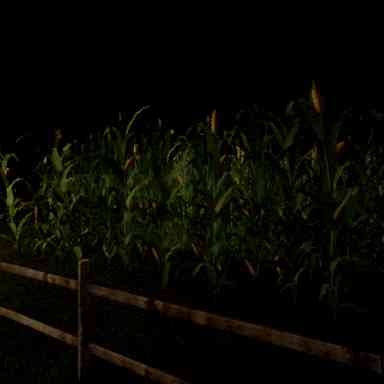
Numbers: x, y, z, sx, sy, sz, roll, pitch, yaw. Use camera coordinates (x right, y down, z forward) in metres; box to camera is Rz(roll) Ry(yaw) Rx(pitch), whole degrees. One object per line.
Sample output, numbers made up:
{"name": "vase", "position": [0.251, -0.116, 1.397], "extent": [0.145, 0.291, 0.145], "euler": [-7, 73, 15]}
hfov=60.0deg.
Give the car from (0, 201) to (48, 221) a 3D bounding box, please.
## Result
{"name": "car", "position": [-12.490, 1.368, 24.599], "extent": [1.895, 1.301, 4.718], "euler": [0, 1, 38]}
